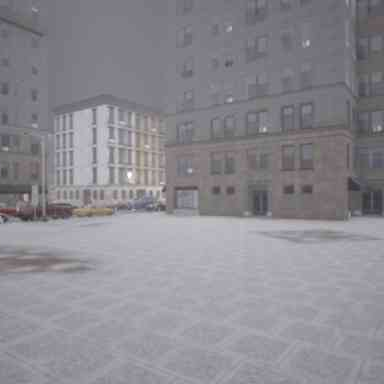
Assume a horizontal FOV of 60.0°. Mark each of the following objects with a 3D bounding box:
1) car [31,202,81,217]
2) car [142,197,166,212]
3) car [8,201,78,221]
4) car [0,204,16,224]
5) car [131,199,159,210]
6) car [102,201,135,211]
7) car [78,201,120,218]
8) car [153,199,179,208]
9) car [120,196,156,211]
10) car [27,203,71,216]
[{"bbox_3d":[-15.202,1.934,37.419,1.837,1.490,4.892,-1,0,36],"label":"car"},{"bbox_3d":[-4.037,1.833,43.556,1.967,1.590,4.097,-1,0,36],"label":"car"},{"bbox_3d":[-13.504,1.700,30.376,2.192,1.841,5.009,-1,0,36],"label":"car"},{"bbox_3d":[-16.658,1.934,25.981,2.008,1.369,4.403,-1,0,36],"label":"car"},{"bbox_3d":[-7.399,1.897,52.631,1.967,1.590,4.097,-1,0,36],"label":"car"},{"bbox_3d":[-10.554,1.999,48.237,1.887,1.381,4.507,-1,0,36],"label":"car"},{"bbox_3d":[-10.248,1.913,34.907,1.752,1.417,4.829,-1,0,36],"label":"car"},{"bbox_3d":[-4.343,1.985,56.886,1.752,1.417,4.829,-1,0,36],"label":"car"},{"bbox_3d":[-7.228,1.655,48.484,2.150,2.045,5.566,-1,0,36],"label":"car"},{"bbox_3d":[-16.865,2.000,39.450,2.008,1.369,4.403,-1,0,36],"label":"car"}]
